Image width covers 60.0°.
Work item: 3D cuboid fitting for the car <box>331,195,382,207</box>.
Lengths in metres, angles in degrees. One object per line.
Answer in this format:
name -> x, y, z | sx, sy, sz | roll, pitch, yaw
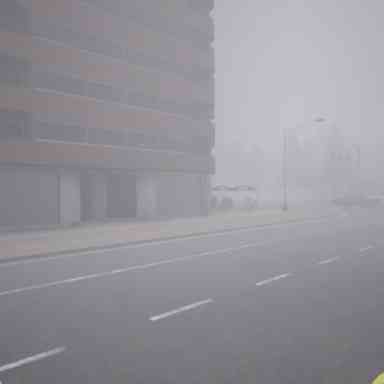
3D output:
car -> 19.200, 1.027, 39.089 | 2.033, 1.411, 5.357 | -1, 0, -35
